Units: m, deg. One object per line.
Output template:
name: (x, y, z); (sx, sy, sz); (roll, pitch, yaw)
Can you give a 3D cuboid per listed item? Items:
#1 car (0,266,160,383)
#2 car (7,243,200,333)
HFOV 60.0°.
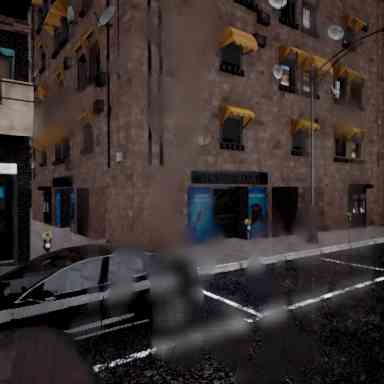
car: (-2.971, 1.548, 1.260); (5.357, 1.411, 2.033); (0, 0, -35)
car: (-1.853, 1.565, 5.244); (4.313, 1.339, 1.947); (0, 0, -36)
